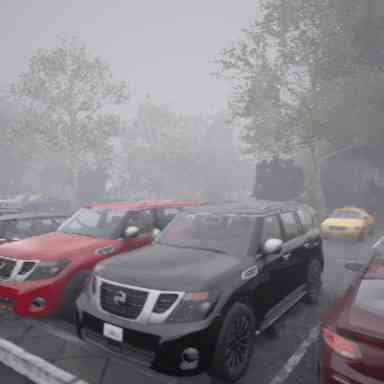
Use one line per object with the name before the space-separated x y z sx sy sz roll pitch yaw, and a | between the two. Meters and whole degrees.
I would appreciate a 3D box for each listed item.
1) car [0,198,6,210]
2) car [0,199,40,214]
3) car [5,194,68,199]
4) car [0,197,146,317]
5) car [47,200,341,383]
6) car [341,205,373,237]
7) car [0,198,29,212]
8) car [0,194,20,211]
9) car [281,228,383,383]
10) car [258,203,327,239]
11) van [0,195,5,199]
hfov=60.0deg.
car | -26.067 1.506 41.149 2.163 1.488 4.792 0 0 35
car | -19.377 1.504 36.355 2.002 1.452 4.674 0 0 35
car | -14.853 1.214 33.107 2.435 2.045 5.566 0 0 35
car | -1.571 1.225 7.616 2.435 2.045 5.566 0 0 35
car | 0.713 1.227 5.991 2.435 2.045 5.566 0 0 35
car | 7.877 1.477 16.755 1.946 1.575 5.366 0 0 35
car | -21.547 1.467 37.894 2.097 1.535 5.008 0 0 35
car | -23.832 1.219 39.491 2.435 2.045 5.566 0 0 35
car | 3.013 1.520 4.388 2.002 1.452 4.674 0 0 35
car | 5.724 1.479 18.519 2.231 1.521 4.892 0 0 35
van | -10.761 1.245 14.041 1.878 1.987 4.442 0 0 35
